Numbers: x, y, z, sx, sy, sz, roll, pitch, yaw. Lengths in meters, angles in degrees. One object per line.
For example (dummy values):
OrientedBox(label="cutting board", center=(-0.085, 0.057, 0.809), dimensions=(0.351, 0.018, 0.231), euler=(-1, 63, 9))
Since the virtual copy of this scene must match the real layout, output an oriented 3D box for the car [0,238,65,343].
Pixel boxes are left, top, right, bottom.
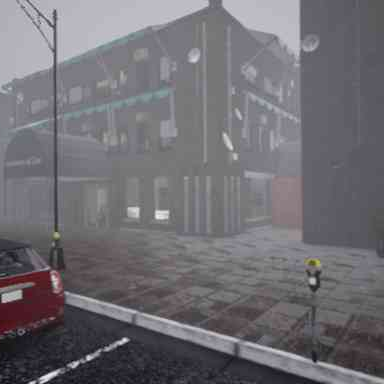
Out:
OrientedBox(label="car", center=(-4.096, 1.510, 5.798), dimensions=(4.097, 1.590, 1.967), euler=(-1, 0, 35))
